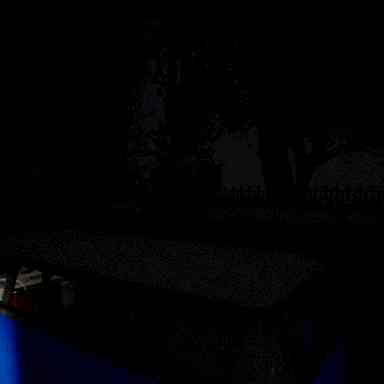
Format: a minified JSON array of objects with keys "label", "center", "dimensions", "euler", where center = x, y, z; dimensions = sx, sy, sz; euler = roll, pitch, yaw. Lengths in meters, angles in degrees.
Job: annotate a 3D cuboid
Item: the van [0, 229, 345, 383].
[{"label":"van","center":[-0.667,1.341,3.188],"dimensions":[3.998,1.788,1.690],"euler":[0,0,35]}]
